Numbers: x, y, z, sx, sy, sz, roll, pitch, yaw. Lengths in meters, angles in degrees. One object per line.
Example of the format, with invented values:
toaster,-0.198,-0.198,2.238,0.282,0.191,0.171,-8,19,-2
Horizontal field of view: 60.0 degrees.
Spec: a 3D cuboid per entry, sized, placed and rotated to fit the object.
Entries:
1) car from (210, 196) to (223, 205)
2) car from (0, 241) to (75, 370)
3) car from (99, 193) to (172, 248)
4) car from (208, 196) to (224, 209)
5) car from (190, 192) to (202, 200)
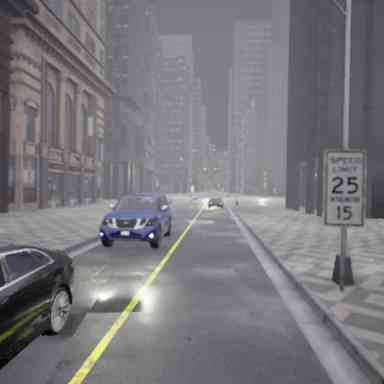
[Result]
car,3.728,1.287,51.837,1.895,1.301,4.718,1,0,3
car,-2.952,1.411,3.729,2.128,1.511,4.902,1,0,2
car,-2.170,1.079,14.430,2.150,2.045,5.566,1,0,4
car,2.988,1.352,41.601,1.895,1.301,4.718,1,0,4
car,0.630,0.808,51.904,1.812,1.442,4.674,1,0,4
